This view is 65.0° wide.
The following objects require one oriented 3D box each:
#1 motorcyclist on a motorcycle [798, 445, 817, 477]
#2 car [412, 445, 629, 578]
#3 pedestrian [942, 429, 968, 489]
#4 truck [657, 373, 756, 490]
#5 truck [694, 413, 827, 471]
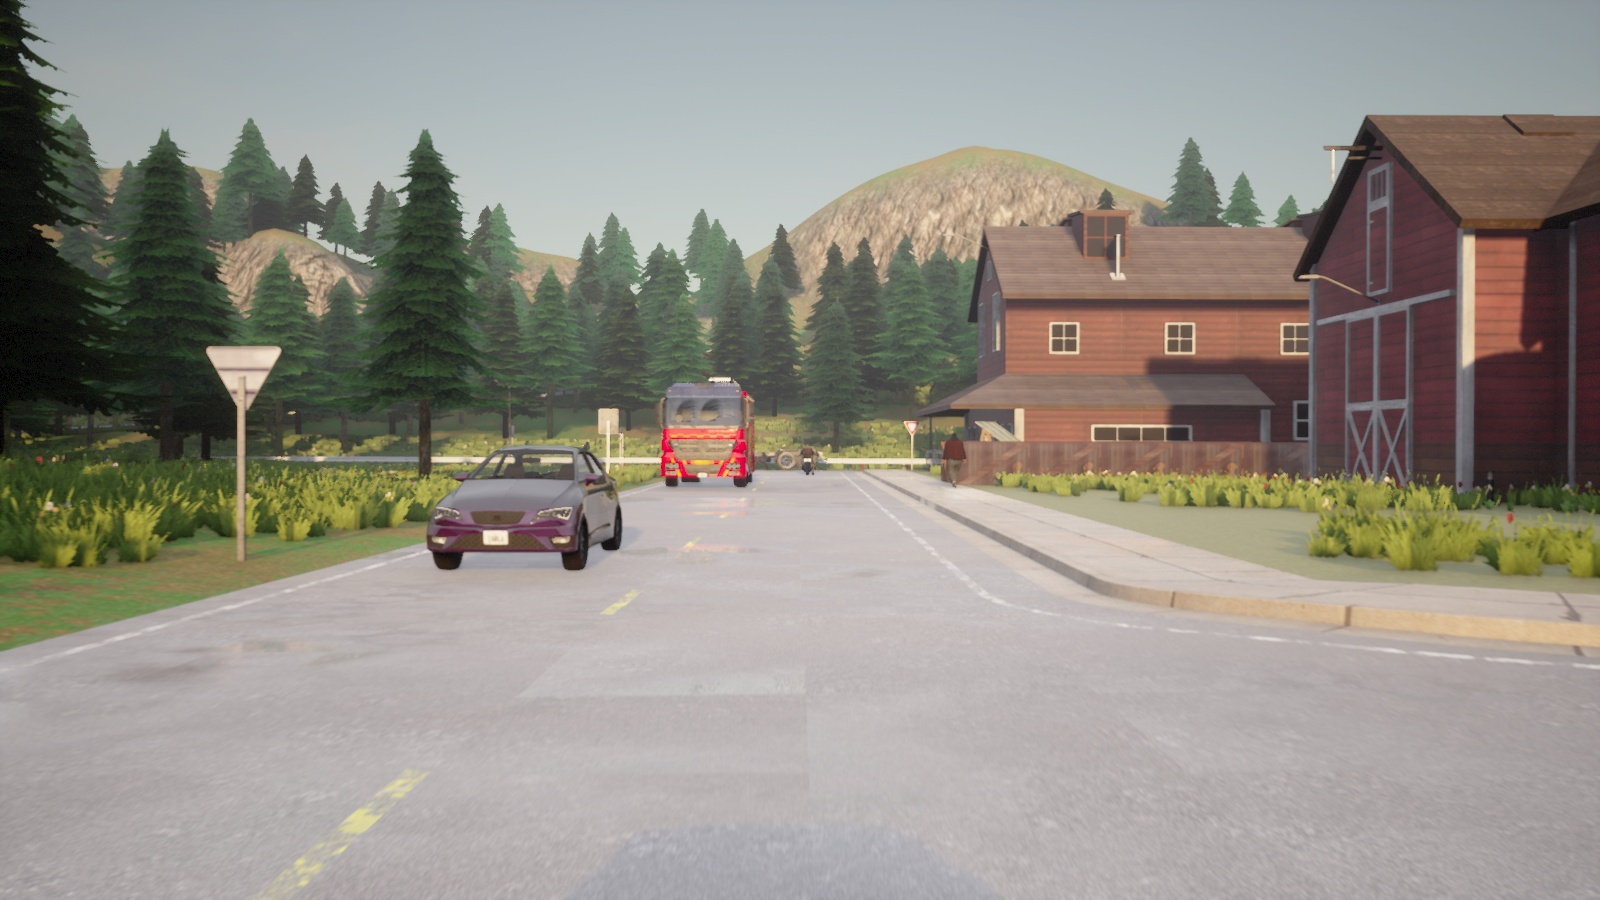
[{"bbox_3d":[0.366,0.518,61.222,0.866,1.530,2.191,0,0,0],"label":"motorcyclist on a motorcycle"},{"bbox_3d":[-3.390,0.675,16.040,1.816,1.474,4.193,0,0,0],"label":"car"},{"bbox_3d":[4.816,0.262,39.046,0.634,1.844,0.899,0,0,-3],"label":"pedestrian"},{"bbox_3d":[-3.218,-0.633,45.559,2.891,3.827,8.468,0,0,0],"label":"truck"},{"bbox_3d":[-2.371,-0.458,76.482,7.936,3.462,2.891,0,0,0],"label":"truck"}]
